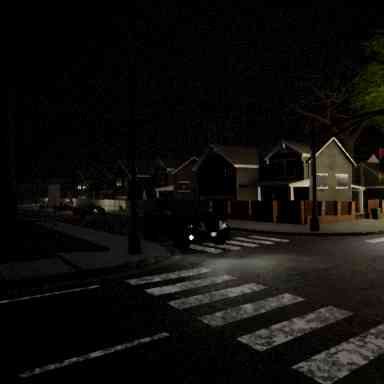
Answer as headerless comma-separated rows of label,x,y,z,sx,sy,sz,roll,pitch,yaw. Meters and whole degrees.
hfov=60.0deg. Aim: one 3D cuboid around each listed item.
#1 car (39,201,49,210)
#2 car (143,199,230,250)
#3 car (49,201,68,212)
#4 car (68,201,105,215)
car,-24.210,2.187,55.555,1.994,1.385,4.181,-1,0,-35
car,-0.509,1.371,15.815,2.150,2.045,5.566,-1,0,-30
car,-18.235,1.985,47.025,2.128,1.511,4.902,-1,0,-34
car,-8.899,1.475,28.672,1.994,1.385,4.181,-1,0,-35
